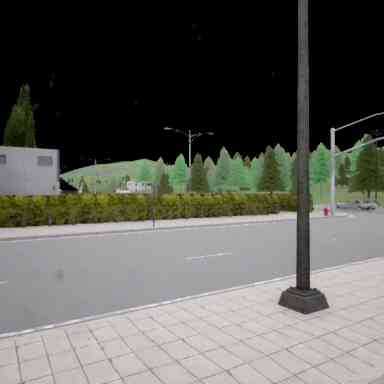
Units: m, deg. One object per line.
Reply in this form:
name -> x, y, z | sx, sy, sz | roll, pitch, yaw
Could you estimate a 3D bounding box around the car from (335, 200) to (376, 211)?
car -> 19.383, 1.601, 40.036 | 1.895, 1.301, 4.718 | 0, 0, -33
